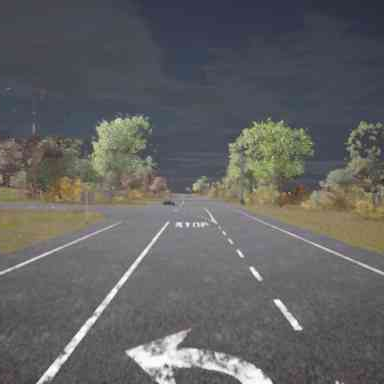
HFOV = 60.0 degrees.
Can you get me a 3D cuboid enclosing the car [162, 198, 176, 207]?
[{"bbox_3d":[-3.535,1.565,51.072,1.895,1.301,4.718,0,0,0],"label":"car"}]
